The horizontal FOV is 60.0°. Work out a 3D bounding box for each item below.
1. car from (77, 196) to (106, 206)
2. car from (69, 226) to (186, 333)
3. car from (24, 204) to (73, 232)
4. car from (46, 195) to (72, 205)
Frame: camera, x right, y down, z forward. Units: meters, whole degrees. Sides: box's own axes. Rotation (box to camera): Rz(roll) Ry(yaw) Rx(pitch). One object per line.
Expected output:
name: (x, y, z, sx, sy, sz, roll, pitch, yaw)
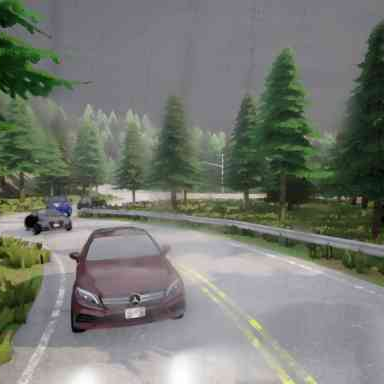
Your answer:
car: (-12.770, 1.289, 42.831, 2.097, 1.767, 4.553, 2, 2, 13)
car: (-1.530, 1.523, 7.111, 1.812, 1.442, 4.674, -2, 0, -17)
car: (-8.764, 1.697, 20.090, 1.994, 1.385, 4.181, -4, 2, -38)
car: (-12.901, 1.326, 32.238, 2.150, 2.045, 5.566, -1, 0, -18)
